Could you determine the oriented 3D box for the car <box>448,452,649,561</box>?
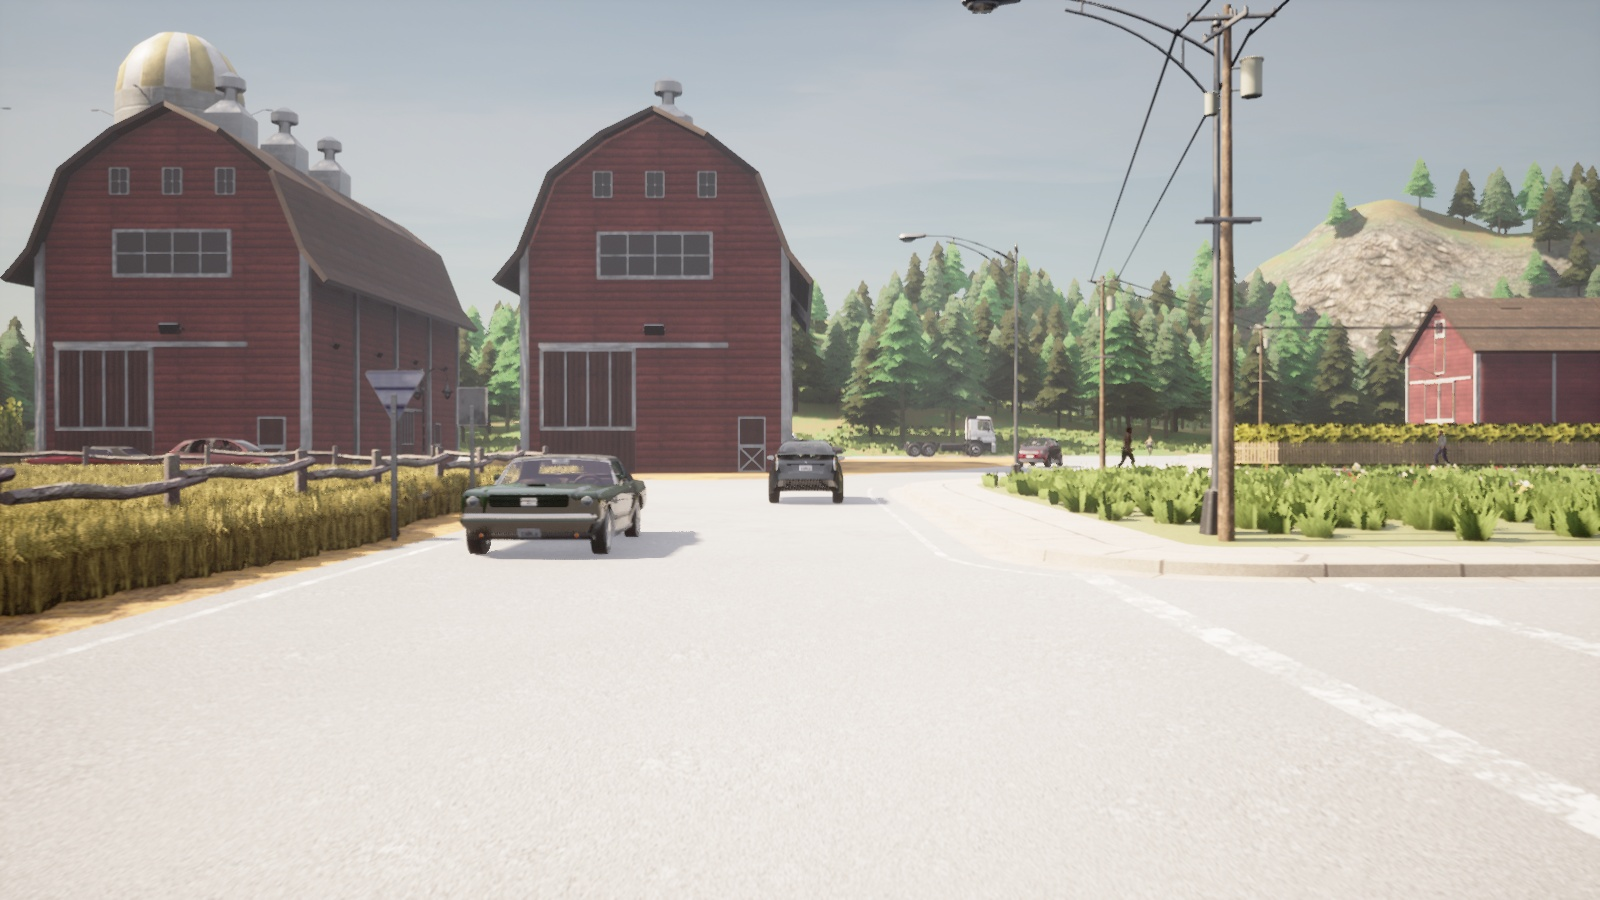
[{"bbox_3d":[-3.401,0.704,17.910,1.895,1.301,4.718,0,0,0],"label":"car"}]

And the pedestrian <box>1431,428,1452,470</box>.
[{"bbox_3d":[29.846,-0.030,58.422,0.788,1.949,0.423,0,0,1],"label":"pedestrian"}]

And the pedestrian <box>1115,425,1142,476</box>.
[{"bbox_3d":[11.701,0.021,44.719,0.869,1.805,0.328,0,0,-7],"label":"pedestrian"}]

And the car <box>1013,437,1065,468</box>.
[{"bbox_3d":[12.409,0.115,65.083,1.789,1.549,3.705,0,1,26],"label":"car"}]

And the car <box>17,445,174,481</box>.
[{"bbox_3d":[-26.012,0.463,46.480,4.718,1.301,1.895,0,0,-3],"label":"car"}]

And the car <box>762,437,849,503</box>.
[{"bbox_3d":[0.148,0.449,31.276,2.007,1.525,4.514,0,0,0],"label":"car"}]

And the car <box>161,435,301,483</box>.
[{"bbox_3d":[-19.556,0.291,43.310,3.988,1.617,1.851,0,0,-3],"label":"car"}]
